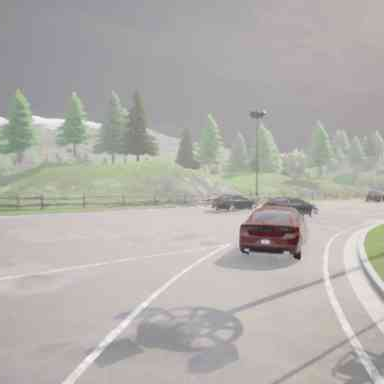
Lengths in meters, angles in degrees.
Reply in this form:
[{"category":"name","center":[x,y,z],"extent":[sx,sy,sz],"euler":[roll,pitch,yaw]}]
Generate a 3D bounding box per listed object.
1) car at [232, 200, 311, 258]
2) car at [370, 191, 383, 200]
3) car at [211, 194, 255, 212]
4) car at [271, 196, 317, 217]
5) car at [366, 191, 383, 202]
[{"category":"car","center":[3.106,1.270,12.061],"extent":[1.882,1.535,5.008],"euler":[0,1,22]},{"category":"car","center":[33.525,0.594,58.876],"extent":[4.674,1.442,1.812],"euler":[-1,1,-39]},{"category":"car","center":[3.945,0.972,30.434],"extent":[4.892,1.490,1.837],"euler":[-1,2,-39]},{"category":"car","center":[7.120,1.098,24.006],"extent":[4.892,1.490,1.837],"euler":[0,1,-39]},{"category":"car","center":[28.021,0.563,49.821],"extent":[4.553,1.767,2.097],"euler":[-1,1,-39]}]
